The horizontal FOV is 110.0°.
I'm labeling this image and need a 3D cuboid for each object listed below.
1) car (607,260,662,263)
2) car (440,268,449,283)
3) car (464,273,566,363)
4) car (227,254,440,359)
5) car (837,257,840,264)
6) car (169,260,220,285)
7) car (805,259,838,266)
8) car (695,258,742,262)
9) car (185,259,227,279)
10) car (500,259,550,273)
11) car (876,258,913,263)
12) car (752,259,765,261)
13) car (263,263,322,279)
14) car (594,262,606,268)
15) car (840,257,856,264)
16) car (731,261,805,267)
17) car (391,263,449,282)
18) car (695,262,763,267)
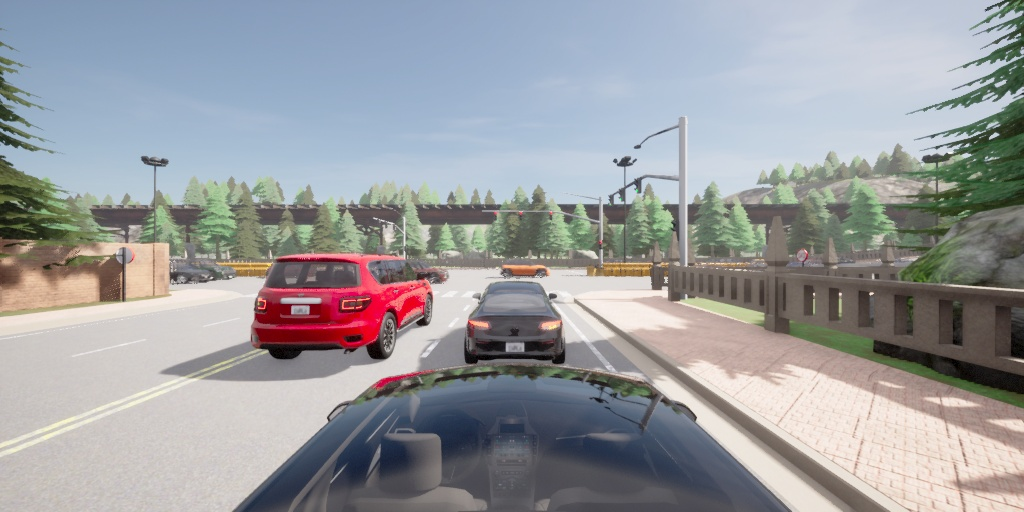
[{"bbox_3d":[13.412,1.227,39.609,5.008,1.535,1.882,0,0,0],"label":"car"},{"bbox_3d":[-6.794,1.102,25.501,4.553,1.767,2.097,0,0,0],"label":"car"},{"bbox_3d":[0.063,1.276,7.963,1.812,1.442,4.674,0,0,0],"label":"car"},{"bbox_3d":[-3.440,0.971,8.515,2.150,2.045,5.566,0,0,0],"label":"car"},{"bbox_3d":[35.687,1.141,43.050,5.008,1.535,1.882,-1,0,0],"label":"car"},{"bbox_3d":[-24.226,1.256,25.576,4.892,1.490,1.837,0,0,0],"label":"car"},{"bbox_3d":[26.053,1.276,32.363,4.674,1.442,1.812,0,0,0],"label":"car"},{"bbox_3d":[22.433,1.102,39.573,4.553,1.767,2.097,0,0,0],"label":"car"},{"bbox_3d":[-25.067,1.102,29.084,4.553,1.767,2.097,0,0,0],"label":"car"},{"bbox_3d":[1.163,1.102,32.464,4.553,1.767,2.097,0,0,0],"label":"car"},{"bbox_3d":[42.055,0.974,39.534,5.357,1.411,2.033,-3,0,0],"label":"car"},{"bbox_3d":[31.746,1.210,46.553,5.008,1.535,1.882,-1,0,0],"label":"car"},{"bbox_3d":[-19.853,1.313,32.560,4.181,1.385,1.994,0,0,0],"label":"car"},{"bbox_3d":[13.139,1.241,46.609,4.902,1.511,2.128,0,0,0],"label":"car"},{"bbox_3d":[41.609,0.953,46.535,4.892,1.490,1.837,-3,0,0],"label":"car"},{"bbox_3d":[20.458,1.313,28.876,4.181,1.385,1.994,0,0,0],"label":"car"},{"bbox_3d":[-7.357,1.314,29.002,4.181,1.385,1.994,0,0,0],"label":"car"},{"bbox_3d":[14.215,1.297,25.402,5.357,1.411,2.033,0,0,0],"label":"car"}]
